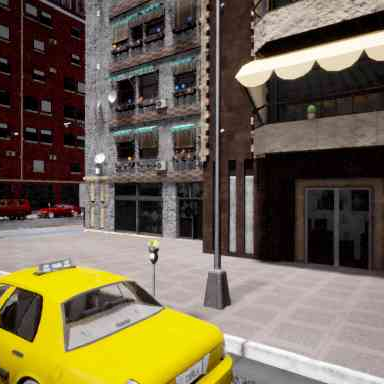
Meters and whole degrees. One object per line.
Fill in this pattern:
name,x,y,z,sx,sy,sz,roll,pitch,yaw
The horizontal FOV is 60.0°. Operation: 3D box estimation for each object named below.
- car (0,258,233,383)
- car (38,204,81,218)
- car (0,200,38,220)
car,-1.874,1.525,4.199,4.829,1.417,1.752,0,0,35
car,-13.556,1.923,34.101,1.887,1.381,4.507,-1,-2,35
car,-16.838,1.591,29.453,2.192,1.841,5.009,-1,-2,35
